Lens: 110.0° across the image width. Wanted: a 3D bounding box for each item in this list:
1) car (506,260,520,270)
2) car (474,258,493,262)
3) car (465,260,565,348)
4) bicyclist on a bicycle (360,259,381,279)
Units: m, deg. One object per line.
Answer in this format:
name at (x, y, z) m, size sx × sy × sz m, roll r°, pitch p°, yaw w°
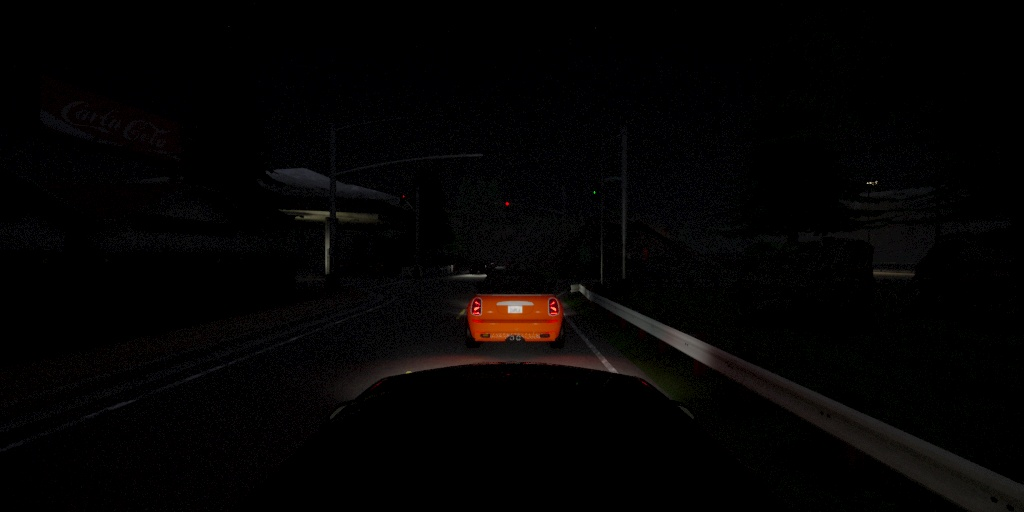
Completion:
car at (0.125, 1.314, 52.308) m, size 1.994 × 1.385 × 4.181 m, roll 0°, pitch 0°, yaw 0°
car at (-3.575, 1.102, 40.648) m, size 2.097 × 1.767 × 4.553 m, roll 0°, pitch 0°, yaw 0°
car at (0.078, 1.102, 9.384) m, size 2.097 × 1.767 × 4.553 m, roll 0°, pitch 0°, yaw 0°
bicyclist on a bicycle at (-11.758, 1.096, 29.870) m, size 1.656 × 1.620 × 0.582 m, roll 1°, pitch -3°, yaw -19°
